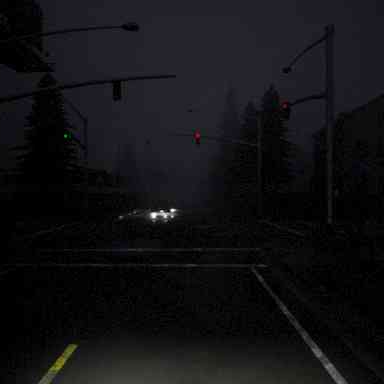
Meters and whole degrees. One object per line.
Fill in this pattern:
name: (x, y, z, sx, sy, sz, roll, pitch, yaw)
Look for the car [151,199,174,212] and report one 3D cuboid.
car: (-3.468, 1.563, 37.691, 1.994, 1.385, 4.181, 0, 0, 0)
